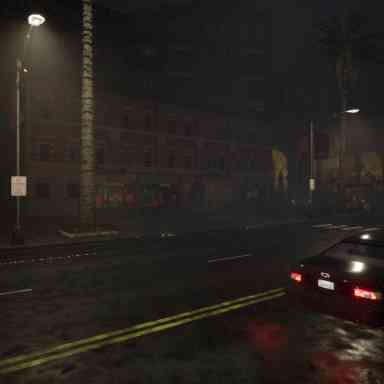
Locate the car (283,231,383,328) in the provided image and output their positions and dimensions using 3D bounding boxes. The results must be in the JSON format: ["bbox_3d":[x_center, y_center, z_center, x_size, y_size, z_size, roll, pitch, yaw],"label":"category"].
[{"bbox_3d":[4.212,1.547,6.863,5.357,1.411,2.033,0,0,-36],"label":"car"}]
